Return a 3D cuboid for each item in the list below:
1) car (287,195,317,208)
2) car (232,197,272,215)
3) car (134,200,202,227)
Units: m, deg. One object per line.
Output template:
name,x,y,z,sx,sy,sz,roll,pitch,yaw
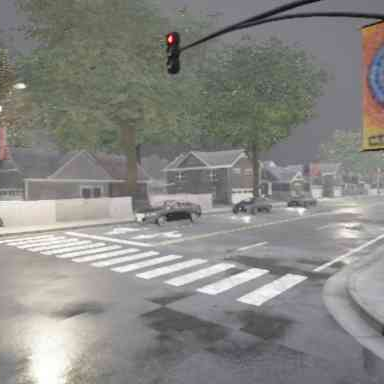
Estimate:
car,12.014,0.970,36.248,1.994,1.385,4.181,0,1,41
car,5.164,1.151,28.425,1.994,1.385,4.181,0,1,41
car,-1.405,1.253,20.910,2.128,1.511,4.902,0,1,41
